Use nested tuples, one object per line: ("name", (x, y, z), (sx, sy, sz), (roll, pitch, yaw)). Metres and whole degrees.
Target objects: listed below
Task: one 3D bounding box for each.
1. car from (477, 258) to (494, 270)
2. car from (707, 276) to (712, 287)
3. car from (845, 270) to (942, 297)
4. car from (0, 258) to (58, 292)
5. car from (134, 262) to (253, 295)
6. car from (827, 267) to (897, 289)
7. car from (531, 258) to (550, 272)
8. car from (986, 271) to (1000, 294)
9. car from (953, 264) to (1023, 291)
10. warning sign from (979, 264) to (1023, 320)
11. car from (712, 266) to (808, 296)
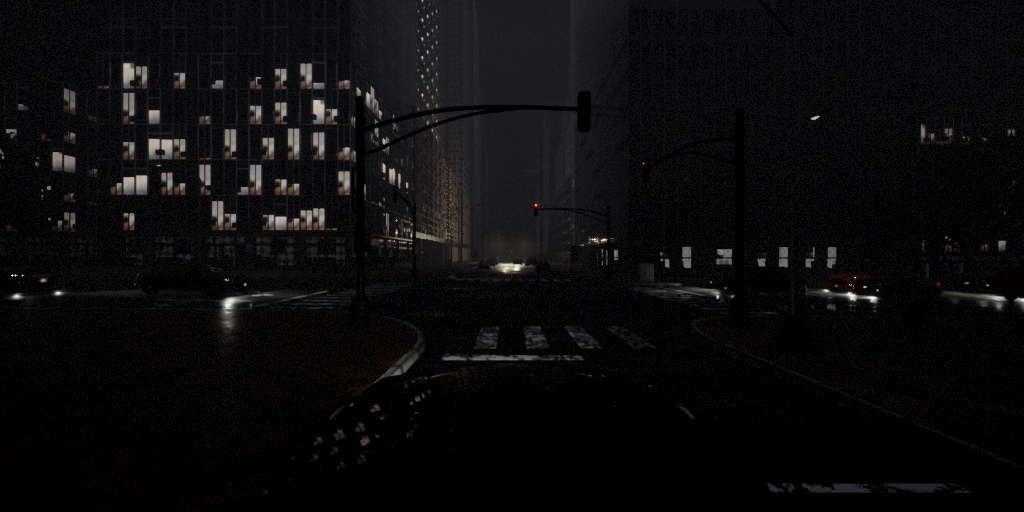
("car", (-4.026, 1.343, 51.708), (1.802, 1.307, 4.207), (0, 0, 0))
("car", (16.187, 1.591, 25.076), (4.674, 1.442, 1.812), (1, 0, -3))
("car", (23.726, 1.766, 22.175), (4.181, 1.385, 1.994), (1, 0, -3))
("car", (-24.165, 0.823, 16.499), (4.902, 1.511, 2.128), (1, 0, -3))
("car", (-14.950, 1.026, 16.927), (4.674, 1.442, 1.812), (1, 0, -1))
("car", (25.229, 1.579, 25.494), (4.553, 1.767, 2.097), (1, 0, -3))
("car", (3.927, 1.329, 46.215), (1.948, 1.339, 4.313), (0, 0, 0))
("car", (34.025, 1.934, 22.647), (5.357, 1.411, 2.033), (1, 0, -3))
("car", (35.549, 1.630, 25.967), (5.566, 2.045, 2.150), (1, 0, -3))
("warning sign", (17.275, 1.204, 12.413), (1.060, 1.860, 1.300), (0, 0, -3))
("car", (15.141, 1.400, 21.774), (4.553, 1.767, 2.097), (1, 0, -3))
